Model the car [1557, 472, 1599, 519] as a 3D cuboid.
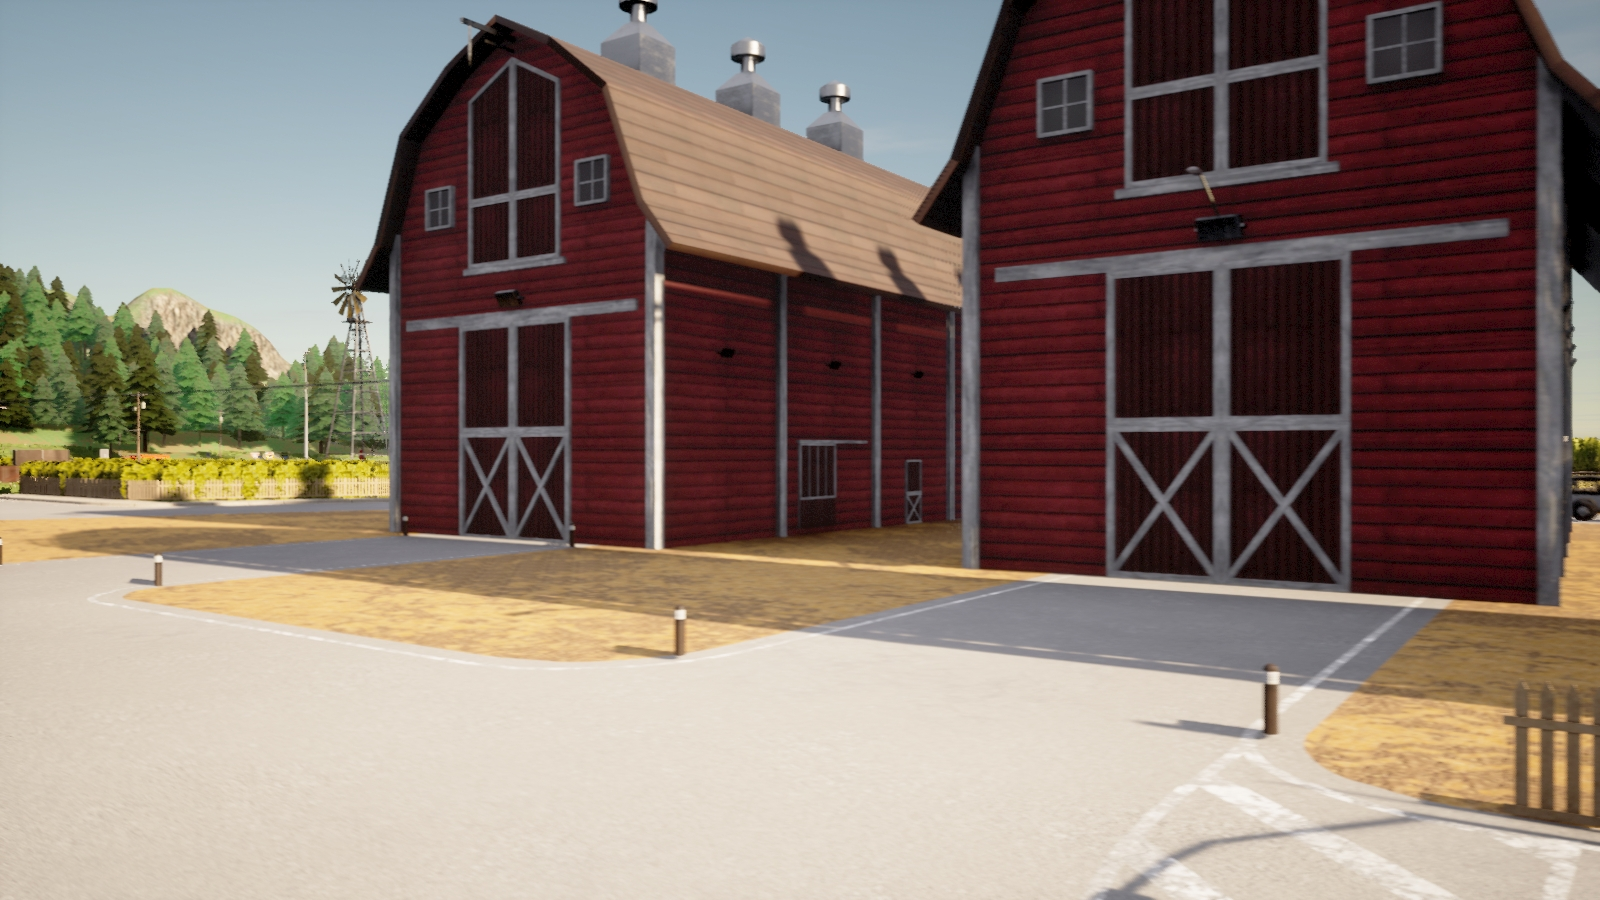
[{"bbox_3d":[33.537,1.857,46.970,3.866,1.878,1.905,0,0,39],"label":"car"}]
